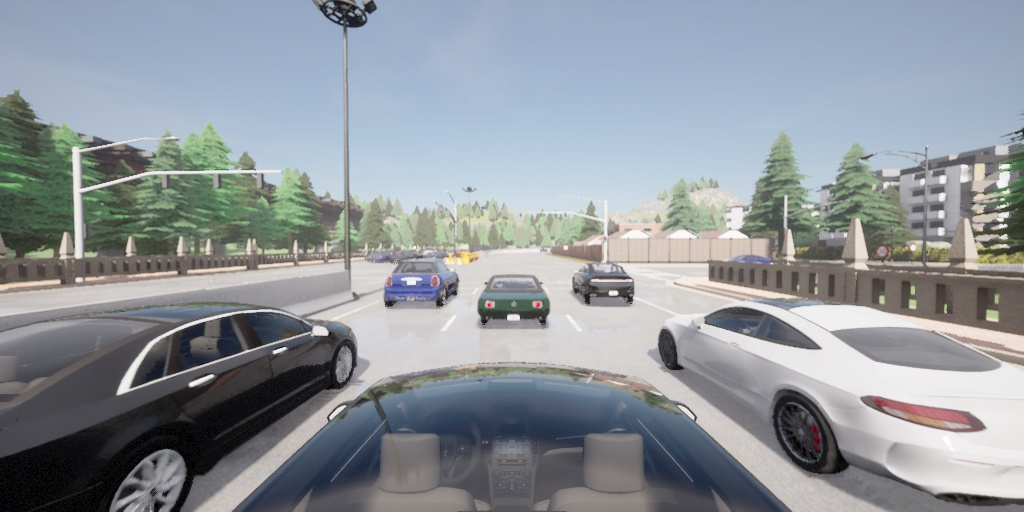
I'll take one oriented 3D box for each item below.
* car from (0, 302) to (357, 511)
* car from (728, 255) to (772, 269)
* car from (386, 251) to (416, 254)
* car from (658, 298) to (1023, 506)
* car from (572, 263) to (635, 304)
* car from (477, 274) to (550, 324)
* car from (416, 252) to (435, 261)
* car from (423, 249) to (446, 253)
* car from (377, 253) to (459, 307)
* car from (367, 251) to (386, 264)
[{"bbox_3d":[-3.409,1.253,3.879,1.837,1.490,4.892,0,0,0],"label":"car"},{"bbox_3d":[21.826,0.600,33.531,4.674,1.442,1.812,0,1,2],"label":"car"},{"bbox_3d":[-14.184,0.267,46.199,1.837,1.490,4.892,0,1,0],"label":"car"},{"bbox_3d":[3.591,1.271,4.660,1.812,1.442,4.674,0,0,0],"label":"car"},{"bbox_3d":[3.682,1.019,15.006,2.128,1.511,4.902,0,2,3],"label":"car"},{"bbox_3d":[0.055,1.210,11.318,1.895,1.301,4.718,0,1,0],"label":"car"},{"bbox_3d":[-14.068,0.062,58.493,1.895,1.301,4.718,0,1,0],"label":"car"},{"bbox_3d":[-10.683,0.204,48.226,2.128,1.511,4.902,0,1,0],"label":"car"},{"bbox_3d":[-3.441,0.887,14.426,2.097,1.767,4.553,0,1,0],"label":"car"},{"bbox_3d":[-17.681,0.066,48.159,2.097,1.767,4.553,0,1,0],"label":"car"}]
